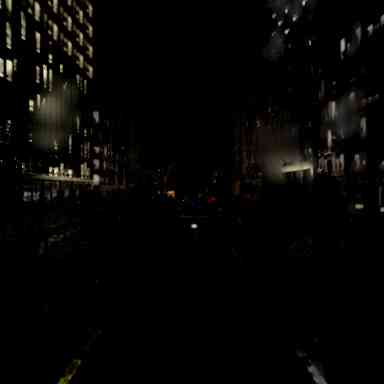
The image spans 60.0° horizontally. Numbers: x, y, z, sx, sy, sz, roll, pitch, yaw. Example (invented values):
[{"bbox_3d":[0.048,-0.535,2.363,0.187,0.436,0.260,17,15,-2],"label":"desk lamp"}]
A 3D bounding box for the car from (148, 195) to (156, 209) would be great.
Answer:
[{"bbox_3d":[-5.683,1.140,37.976,1.967,1.590,4.097,-1,0,0],"label":"car"}]

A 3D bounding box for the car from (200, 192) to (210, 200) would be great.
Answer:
[{"bbox_3d":[2.712,0.869,72.073,1.967,1.590,4.097,-1,0,0],"label":"car"}]

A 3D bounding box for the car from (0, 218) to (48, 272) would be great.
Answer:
[{"bbox_3d":[-5.694,1.475,9.560,2.008,1.369,4.403,-1,0,0],"label":"car"}]

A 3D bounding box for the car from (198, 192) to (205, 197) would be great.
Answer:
[{"bbox_3d":[2.723,0.795,94.808,2.008,1.369,4.403,-1,0,0],"label":"car"}]

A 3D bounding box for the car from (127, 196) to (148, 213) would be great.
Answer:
[{"bbox_3d":[-5.684,1.327,32.293,1.802,1.307,4.206,-1,0,0],"label":"car"}]

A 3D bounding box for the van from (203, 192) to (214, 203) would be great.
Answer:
[{"bbox_3d":[2.704,0.906,55.022,1.690,1.788,3.998,-1,0,0],"label":"van"}]

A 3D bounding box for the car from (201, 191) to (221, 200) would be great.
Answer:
[{"bbox_3d":[2.699,0.971,43.655,2.192,1.841,5.009,-1,0,0],"label":"car"}]

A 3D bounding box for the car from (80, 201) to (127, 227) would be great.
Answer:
[{"bbox_3d":[-5.689,1.385,20.926,2.008,1.369,4.403,-1,0,0],"label":"car"}]

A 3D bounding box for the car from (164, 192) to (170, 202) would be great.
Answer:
[{"bbox_3d":[-5.672,1.085,60.711,1.947,1.339,4.313,-1,0,0],"label":"car"}]

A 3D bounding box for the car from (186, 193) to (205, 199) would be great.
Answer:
[{"bbox_3d":[0.117,1.193,35.997,1.882,1.535,5.008,0,0,0],"label":"car"}]

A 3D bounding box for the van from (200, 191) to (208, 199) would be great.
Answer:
[{"bbox_3d":[2.713,0.724,77.756,1.690,1.788,3.998,-1,0,0],"label":"van"}]

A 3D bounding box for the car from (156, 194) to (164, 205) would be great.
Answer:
[{"bbox_3d":[-5.677,1.137,49.174,1.752,1.417,4.829,-1,0,0],"label":"car"}]

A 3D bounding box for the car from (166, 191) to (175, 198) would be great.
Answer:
[{"bbox_3d":[-5.662,0.605,89.126,2.192,1.841,5.009,-1,0,0],"label":"car"}]

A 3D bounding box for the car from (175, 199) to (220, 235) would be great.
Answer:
[{"bbox_3d":[0.108,1.350,17.902,2.128,1.511,4.902,0,0,0],"label":"car"}]

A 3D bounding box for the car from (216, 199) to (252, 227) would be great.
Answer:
[{"bbox_3d":[2.692,1.386,20.923,2.008,1.369,4.403,-1,0,0],"label":"car"}]

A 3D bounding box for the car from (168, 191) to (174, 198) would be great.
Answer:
[{"bbox_3d":[-5.667,0.979,72.078,2.008,1.369,4.403,-1,0,0],"label":"car"}]

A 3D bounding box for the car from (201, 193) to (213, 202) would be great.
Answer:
[{"bbox_3d":[2.708,0.960,60.707,1.967,1.590,4.097,-1,0,0],"label":"car"}]
